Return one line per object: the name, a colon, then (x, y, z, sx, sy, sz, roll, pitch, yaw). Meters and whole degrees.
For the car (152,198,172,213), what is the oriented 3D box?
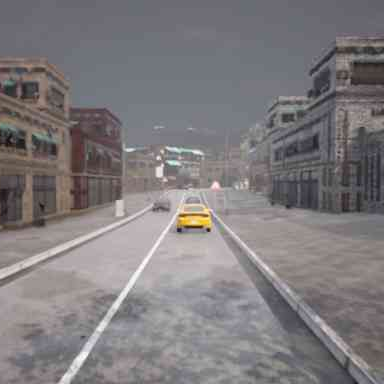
car: (-3.089, 1.353, 35.309, 2.033, 1.411, 5.357, 0, 2, 0)

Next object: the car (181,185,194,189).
car: (-1.025, -1.208, 76.461, 2.128, 1.511, 4.902, 1, 3, 21)

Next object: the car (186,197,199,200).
car: (0.105, 1.253, 38.294, 2.033, 1.411, 5.357, 0, 2, 0)

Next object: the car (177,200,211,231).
car: (0.103, 1.465, 20.280, 1.882, 1.535, 5.008, 0, 0, 0)
